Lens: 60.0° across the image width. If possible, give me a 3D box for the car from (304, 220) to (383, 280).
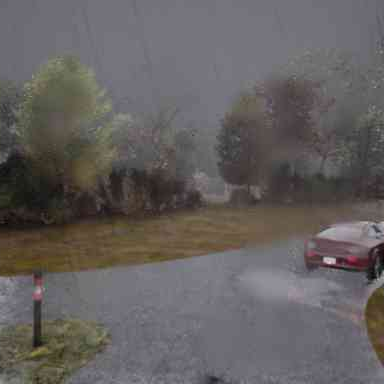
[{"bbox_3d":[4.967,1.583,10.227,1.812,1.442,4.674,0,0,40],"label":"car"}]
